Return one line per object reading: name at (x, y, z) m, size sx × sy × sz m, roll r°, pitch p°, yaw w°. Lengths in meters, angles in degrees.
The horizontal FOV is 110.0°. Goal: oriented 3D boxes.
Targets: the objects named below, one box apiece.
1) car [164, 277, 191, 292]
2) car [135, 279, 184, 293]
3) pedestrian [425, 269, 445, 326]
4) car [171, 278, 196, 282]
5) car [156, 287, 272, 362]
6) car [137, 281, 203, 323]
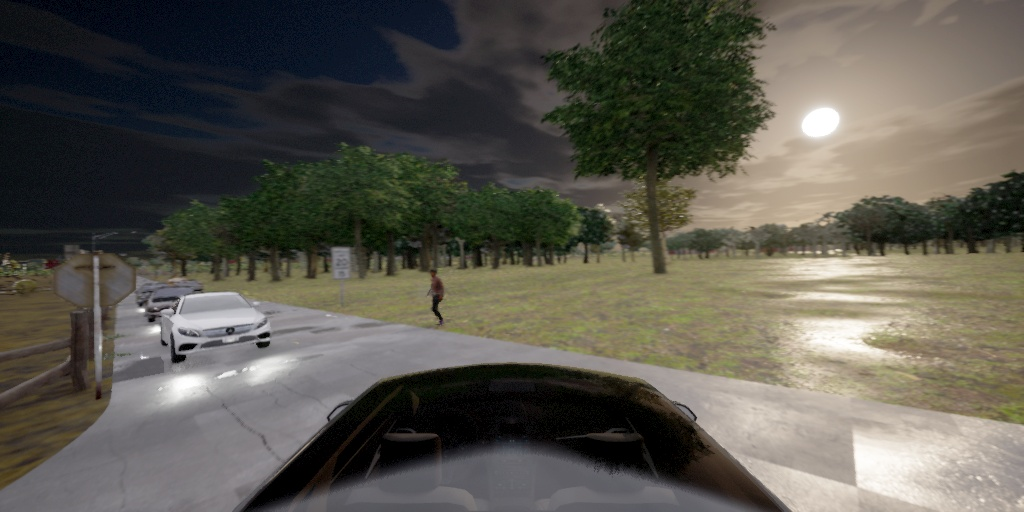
car at (-39.933, 3.352, 42.750) m, size 5.008 × 1.535 × 1.882 m, roll -3°, pitch -1°, yaw 42°
car at (-24.273, 2.565, 24.468) m, size 5.357 × 1.411 × 2.033 m, roll -3°, pitch -1°, yaw 43°
pedestrian at (-2.352, 1.262, 11.210) m, size 0.375 × 1.860 × 0.375 m, roll -3°, pitch -1°, yaw 42°
car at (-32.299, 3.059, 35.779) m, size 4.181 × 1.385 × 1.994 m, roll -3°, pitch -1°, yaw 43°
car at (-8.065, 1.695, 9.648) m, size 4.674 × 1.442 × 1.812 m, roll -3°, pitch -1°, yaw 42°
car at (-15.711, 2.116, 16.634) m, size 5.357 × 1.411 × 2.033 m, roll -3°, pitch -1°, yaw 42°
